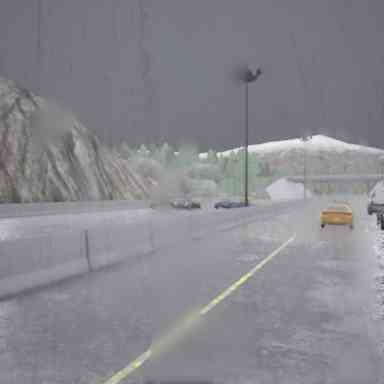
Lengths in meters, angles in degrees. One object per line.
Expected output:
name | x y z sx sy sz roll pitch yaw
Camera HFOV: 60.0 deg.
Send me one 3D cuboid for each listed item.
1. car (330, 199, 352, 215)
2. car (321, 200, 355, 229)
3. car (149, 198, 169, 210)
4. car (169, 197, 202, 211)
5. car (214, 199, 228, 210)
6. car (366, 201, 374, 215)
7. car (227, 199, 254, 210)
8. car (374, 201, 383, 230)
car | 16.444 1.631 36.587 2.128 1.511 4.902 0 0 25
car | 9.998 1.562 22.797 1.882 1.535 5.008 0 0 25
car | -3.680 1.563 43.532 1.837 1.490 4.892 0 -1 25
car | -0.517 1.420 42.031 2.097 1.767 4.553 0 0 25
car | 4.699 1.646 44.847 2.033 1.411 5.357 0 0 26
car | 19.509 1.642 34.869 2.128 1.511 4.902 0 0 25
car | 6.110 1.660 39.670 1.994 1.385 4.181 0 0 25
car | 13.160 1.452 21.313 2.097 1.767 4.553 0 0 26
